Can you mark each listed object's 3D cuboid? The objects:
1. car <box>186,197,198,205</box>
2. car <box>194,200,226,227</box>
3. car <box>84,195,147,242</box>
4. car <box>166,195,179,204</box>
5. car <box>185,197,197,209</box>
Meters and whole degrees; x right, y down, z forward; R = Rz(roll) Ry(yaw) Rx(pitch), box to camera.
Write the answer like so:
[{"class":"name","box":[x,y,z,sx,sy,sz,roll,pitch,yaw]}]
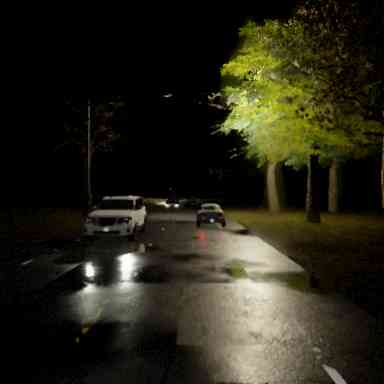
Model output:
[{"class":"car","box":[0.000,1.541,57.491,1.895,1.301,4.718,0,0,0]},{"class":"car","box":[1.225,1.504,22.577,1.812,1.442,4.674,0,0,0]},{"class":"car","box":[-3.600,1.207,16.687,2.150,2.045,5.566,0,0,0]},{"class":"car","box":[-3.544,1.290,59.533,2.097,1.767,4.553,0,0,1]},{"class":"car","box":[0.048,1.517,45.276,1.994,1.385,4.181,0,0,1]}]
